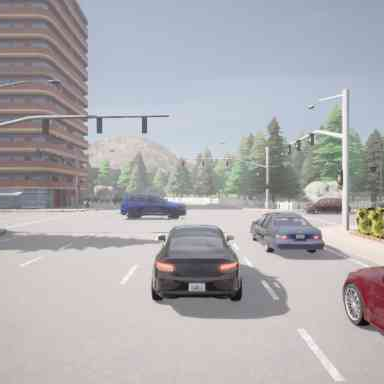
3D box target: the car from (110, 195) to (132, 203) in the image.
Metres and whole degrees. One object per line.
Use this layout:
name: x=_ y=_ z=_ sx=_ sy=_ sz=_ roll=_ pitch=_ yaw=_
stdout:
car: x=-14.474 y=1.492 z=67.546 sx=2.128 sy=1.511 sz=4.902 roll=0 pitch=0 yaw=-44

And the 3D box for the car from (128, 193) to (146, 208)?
car: x=-8.182 y=1.221 z=48.777 sx=2.150 sy=2.045 sz=5.566 roll=0 pitch=0 yaw=-14

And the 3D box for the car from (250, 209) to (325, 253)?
car: x=3.660 y=1.547 z=13.677 sx=2.033 sy=1.411 sz=5.357 roll=0 pitch=0 yaw=1

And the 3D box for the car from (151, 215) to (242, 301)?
car: x=0.104 y=1.526 z=8.208 sx=1.812 sy=1.442 sz=4.674 roll=0 pitch=0 yaw=0

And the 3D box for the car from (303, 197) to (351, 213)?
car: x=14.131 y=1.407 z=35.065 sx=4.553 sy=1.767 sz=2.097 roll=0 pitch=0 yaw=1

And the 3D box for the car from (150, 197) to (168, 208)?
car: x=-5.026 y=1.505 z=50.676 sx=1.837 sy=1.490 sz=4.892 roll=0 pitch=0 yaw=-17

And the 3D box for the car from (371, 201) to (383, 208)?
car: x=19.929 y=1.277 z=31.497 sx=5.566 sy=2.045 sz=2.150 roll=0 pitch=0 yaw=0

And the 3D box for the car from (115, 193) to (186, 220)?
car: x=-3.260 y=1.269 z=28.071 sx=5.566 sy=2.045 sz=2.150 roll=0 pitch=0 yaw=1

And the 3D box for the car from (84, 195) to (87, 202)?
car: x=-22.540 y=1.500 z=73.855 sx=4.892 sy=1.490 sz=1.837 roll=0 pitch=0 yaw=31

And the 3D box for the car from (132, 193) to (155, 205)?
car: x=-8.715 y=1.221 z=59.474 sx=2.150 sy=2.045 sz=5.566 roll=0 pitch=0 yaw=-31

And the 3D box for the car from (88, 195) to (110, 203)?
car: x=-18.188 y=1.352 z=66.216 sx=4.553 sy=1.767 sz=2.097 roll=0 pitch=0 yaw=44

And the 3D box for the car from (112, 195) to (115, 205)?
car: x=-12.091 y=1.221 z=58.380 sx=2.150 sy=2.045 sz=5.566 roll=0 pitch=0 yaw=-31

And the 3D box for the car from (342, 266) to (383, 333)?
car: x=3.602 y=1.526 z=4.095 sx=1.812 sy=1.442 sz=4.674 roll=0 pitch=0 yaw=1
